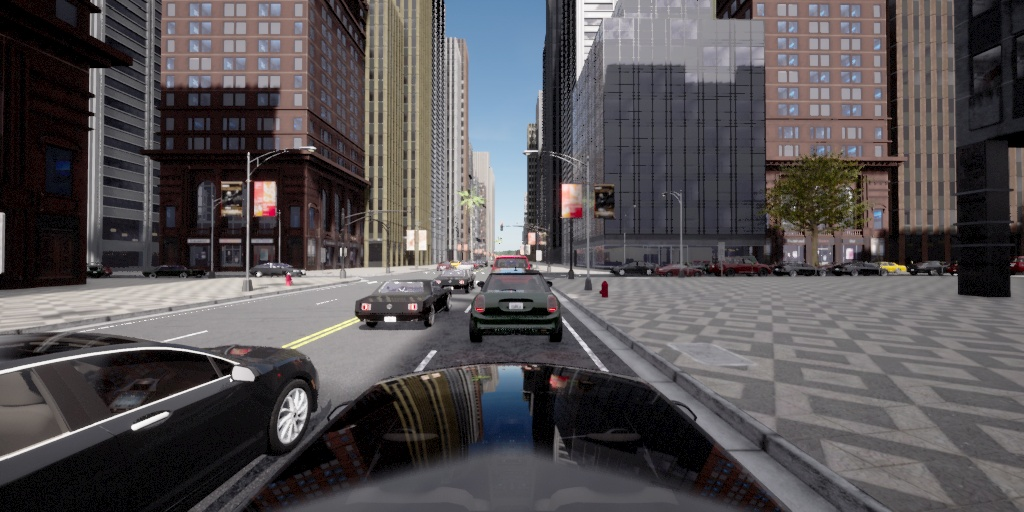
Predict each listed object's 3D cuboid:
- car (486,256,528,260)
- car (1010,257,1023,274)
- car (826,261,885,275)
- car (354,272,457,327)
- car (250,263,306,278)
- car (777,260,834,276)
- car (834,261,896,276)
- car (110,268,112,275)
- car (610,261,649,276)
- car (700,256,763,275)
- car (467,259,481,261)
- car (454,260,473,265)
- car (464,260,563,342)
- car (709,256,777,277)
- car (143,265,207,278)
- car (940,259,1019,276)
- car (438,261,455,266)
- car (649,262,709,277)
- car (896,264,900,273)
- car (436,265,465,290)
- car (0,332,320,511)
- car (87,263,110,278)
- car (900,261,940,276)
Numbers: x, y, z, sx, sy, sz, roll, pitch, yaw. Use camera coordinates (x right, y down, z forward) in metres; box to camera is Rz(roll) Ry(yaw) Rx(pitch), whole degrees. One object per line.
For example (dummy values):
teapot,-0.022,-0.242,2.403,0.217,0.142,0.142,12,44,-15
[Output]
car,-0.036,1.003,19.417,2.150,2.045,5.566,0,0,0
car,49.080,0.973,33.508,5.009,1.841,2.192,0,0,-1
car,37.297,1.276,39.056,4.674,1.442,1.812,0,-1,0
car,-3.167,1.361,11.544,1.895,1.301,4.718,0,0,0
car,-22.696,1.418,34.870,4.902,1.511,2.128,0,-1,0
car,26.529,1.276,33.112,4.313,1.339,1.948,0,0,-1
car,32.166,1.260,33.211,4.313,1.339,1.948,0,0,-1
car,-45.303,1.592,38.037,4.674,1.442,1.812,0,-1,0
car,13.031,1.326,38.652,4.892,1.490,1.837,0,-1,-1
car,23.662,1.009,38.852,5.566,2.045,2.150,0,-1,-2
car,-6.695,1.633,61.024,1.895,1.301,4.718,0,0,0
car,-6.697,1.569,51.860,1.895,1.301,4.718,0,0,0
car,0.081,1.108,9.897,2.097,1.767,4.553,0,0,0
car,20.892,1.041,33.014,5.009,1.841,2.192,0,0,-1
car,-32.663,1.572,34.859,4.718,1.301,1.895,0,-1,0
car,43.442,1.214,33.409,4.507,1.381,1.888,0,0,-1
car,-9.942,1.503,53.115,1.812,1.442,4.674,0,0,-3
car,15.254,1.327,32.915,4.207,1.307,1.802,0,0,-1
car,43.129,1.296,41.929,4.829,1.417,1.751,0,0,-1
car,-3.189,1.387,20.713,1.895,1.301,4.718,0,0,0
car,-3.151,1.255,2.224,1.837,1.490,4.892,0,0,0
car,-43.300,1.241,34.855,5.566,2.045,2.150,0,-1,0
car,42.522,1.228,36.025,4.674,1.442,1.812,0,-1,-1
